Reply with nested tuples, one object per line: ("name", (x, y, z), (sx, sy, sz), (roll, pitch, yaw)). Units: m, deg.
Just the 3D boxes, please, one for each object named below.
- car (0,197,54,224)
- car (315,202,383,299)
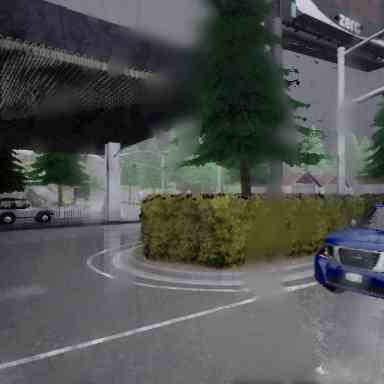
("car", (-11.964, 1.313, 23.481), (3.866, 1.878, 1.905), (0, 0, -36))
("car", (5.222, 1.227, 7.724), (5.566, 2.045, 2.150), (0, 0, -36))
